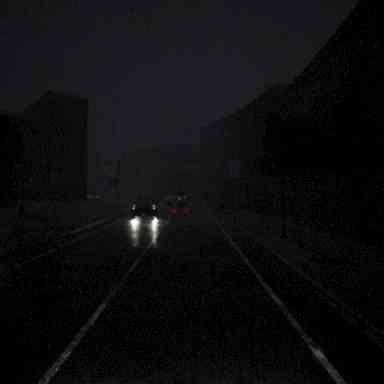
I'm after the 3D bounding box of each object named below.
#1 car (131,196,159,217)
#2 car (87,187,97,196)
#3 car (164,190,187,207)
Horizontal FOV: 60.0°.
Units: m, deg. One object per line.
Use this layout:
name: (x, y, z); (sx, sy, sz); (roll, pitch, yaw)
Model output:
car: (-3.890, 1.142, 28.134); (2.097, 1.767, 4.553); (0, 1, -3)
car: (-20.926, -0.173, 66.476); (5.008, 1.535, 1.882); (4, 0, 42)
car: (-2.143, 0.770, 42.617); (2.150, 2.045, 5.566); (1, 1, -14)
